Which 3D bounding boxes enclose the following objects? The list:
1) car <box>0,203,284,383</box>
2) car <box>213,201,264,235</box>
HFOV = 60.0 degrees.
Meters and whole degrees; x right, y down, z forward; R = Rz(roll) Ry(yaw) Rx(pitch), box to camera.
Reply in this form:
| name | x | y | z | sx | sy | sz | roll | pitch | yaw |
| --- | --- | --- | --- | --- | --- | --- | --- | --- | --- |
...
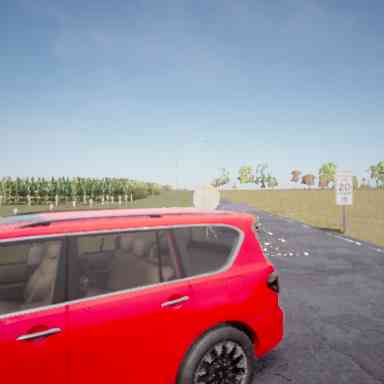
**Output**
| name | x | y | z | sx | sy | sz | roll | pitch | yaw |
| --- | --- | --- | --- | --- | --- | --- | --- | --- | --- |
| car | -1.559 | 1.233 | 3.341 | 5.566 | 2.045 | 2.150 | 0 | 0 | -32 |
| car | 2.415 | 1.308 | 18.691 | 2.033 | 1.411 | 5.357 | 0 | 1 | 0 |
